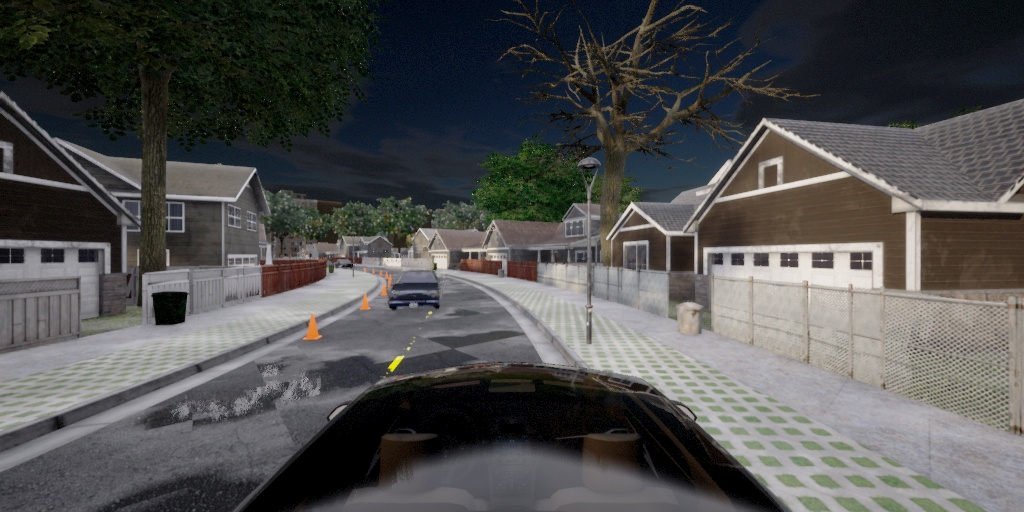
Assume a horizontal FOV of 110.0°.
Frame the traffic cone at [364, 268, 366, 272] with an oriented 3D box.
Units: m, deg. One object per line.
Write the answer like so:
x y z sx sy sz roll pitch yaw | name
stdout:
-18.318 1.690 44.659 0.340 0.580 0.340 0 0 -35 | traffic cone

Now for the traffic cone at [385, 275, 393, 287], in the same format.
-7.789 1.701 22.941 0.340 0.580 0.340 0 0 -17 | traffic cone

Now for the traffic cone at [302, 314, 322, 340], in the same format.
-4.851 1.706 8.721 0.340 0.580 0.340 0 0 -6 | traffic cone

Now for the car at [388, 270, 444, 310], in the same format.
-3.863 1.295 14.962 2.033 1.411 5.357 0 0 -11 | car

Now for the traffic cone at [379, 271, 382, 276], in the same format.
-13.302 1.696 36.372 0.340 0.580 0.340 0 0 -28 | traffic cone

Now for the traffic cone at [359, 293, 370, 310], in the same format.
-5.536 1.704 13.519 0.340 0.580 0.340 0 0 -10 | traffic cone

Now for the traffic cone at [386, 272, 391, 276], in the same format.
-9.348 1.699 27.529 0.340 0.580 0.340 0 0 -21 | traffic cone

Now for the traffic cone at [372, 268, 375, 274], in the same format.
-15.682 1.693 40.594 0.340 0.580 0.340 0 0 -31 | traffic cone

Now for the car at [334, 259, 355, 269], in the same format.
-26.540 1.230 56.663 1.837 1.490 4.892 0 0 -43 | car

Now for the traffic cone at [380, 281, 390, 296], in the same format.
-6.517 1.702 18.265 0.340 0.580 0.340 0 0 -13 | traffic cone
